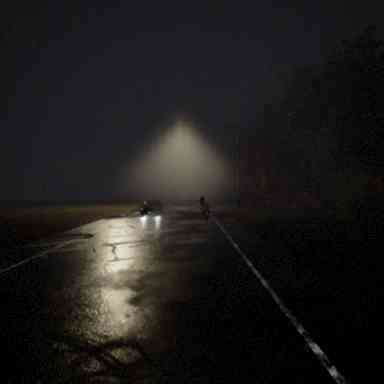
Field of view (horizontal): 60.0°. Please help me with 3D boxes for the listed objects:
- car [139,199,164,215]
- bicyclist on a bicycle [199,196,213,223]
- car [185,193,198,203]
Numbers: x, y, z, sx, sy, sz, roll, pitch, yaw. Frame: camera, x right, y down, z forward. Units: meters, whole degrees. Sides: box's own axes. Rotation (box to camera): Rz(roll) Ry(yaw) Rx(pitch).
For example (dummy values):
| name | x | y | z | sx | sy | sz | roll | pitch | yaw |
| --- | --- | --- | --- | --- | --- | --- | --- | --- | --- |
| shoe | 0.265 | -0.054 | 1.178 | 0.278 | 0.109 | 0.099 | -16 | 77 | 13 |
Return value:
| name | x | y | z | sx | sy | sz | roll | pitch | yaw |
| --- | --- | --- | --- | --- | --- | --- | --- | --- | --- |
| car | -3.599 | 1.345 | 30.905 | 2.033 | 1.411 | 5.357 | 0 | 0 | 0 |
| bicyclist on a bicycle | 0.993 | 1.289 | 22.559 | 0.866 | 1.612 | 1.509 | 0 | 0 | 0 |
| car | 0.097 | 1.191 | 57.042 | 1.994 | 1.385 | 4.181 | 0 | 0 | 0 |
